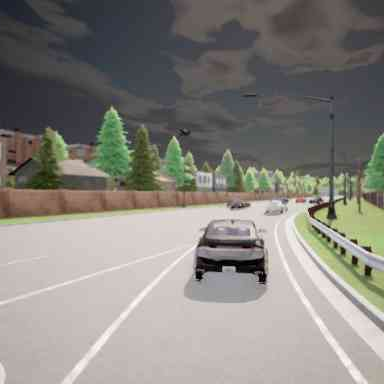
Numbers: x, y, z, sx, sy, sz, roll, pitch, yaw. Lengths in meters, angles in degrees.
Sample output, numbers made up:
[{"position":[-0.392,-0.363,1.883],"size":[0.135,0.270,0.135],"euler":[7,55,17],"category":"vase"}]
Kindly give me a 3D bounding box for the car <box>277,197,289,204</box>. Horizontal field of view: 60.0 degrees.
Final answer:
[{"position":[21.712,1.963,79.163],"size":[1.882,1.535,5.008],"euler":[0,0,26],"category":"car"}]

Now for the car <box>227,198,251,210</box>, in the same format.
[{"position":[7.337,1.895,49.528],"size":[1.895,1.301,4.718],"euler":[0,0,26],"category":"car"}]

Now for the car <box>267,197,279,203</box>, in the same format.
[{"position":[20.764,2.044,85.192],"size":[1.812,1.442,4.674],"euler":[0,0,26],"category":"car"}]

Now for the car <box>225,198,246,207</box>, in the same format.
[{"position":[7.586,1.835,58.007],"size":[2.128,1.511,4.902],"euler":[0,0,26],"category":"car"}]

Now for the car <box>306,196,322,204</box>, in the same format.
[{"position":[27.648,2.068,75.367],"size":[1.895,1.301,4.718],"euler":[0,0,26],"category":"car"}]

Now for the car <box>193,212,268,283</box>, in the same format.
[{"position":[1.211,1.551,9.955],"size":[2.128,1.511,4.902],"euler":[0,0,9],"category":"car"}]

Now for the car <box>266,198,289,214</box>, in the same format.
[{"position":[9.913,1.763,38.859],"size":[1.812,1.442,4.674],"euler":[0,0,26],"category":"car"}]

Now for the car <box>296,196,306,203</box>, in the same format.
[{"position":[27.040,1.866,82.092],"size":[2.097,1.767,4.553],"euler":[0,0,26],"category":"car"}]
